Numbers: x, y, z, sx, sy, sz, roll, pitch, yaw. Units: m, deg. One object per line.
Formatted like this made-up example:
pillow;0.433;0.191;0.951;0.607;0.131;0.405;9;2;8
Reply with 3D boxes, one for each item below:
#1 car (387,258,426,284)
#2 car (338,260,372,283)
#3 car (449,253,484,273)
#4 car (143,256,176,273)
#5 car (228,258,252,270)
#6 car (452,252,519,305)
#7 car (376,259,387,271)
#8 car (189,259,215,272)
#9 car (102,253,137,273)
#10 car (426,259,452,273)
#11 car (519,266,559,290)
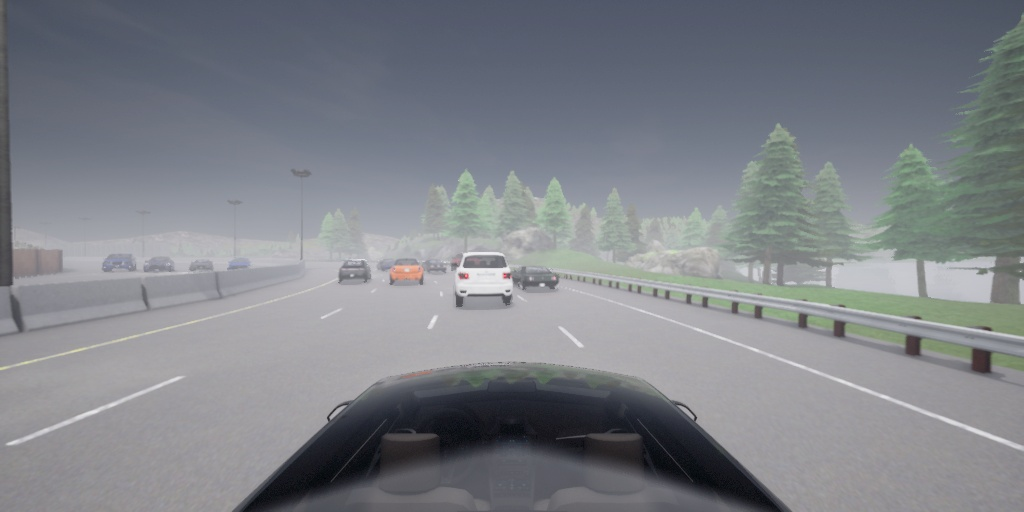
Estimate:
car;-7.333;0.920;24.975;2.097;1.767;4.553;0;1;-16
car;-11.249;1.057;25.792;2.128;1.511;4.902;0;0;-18
car;-5.026;0.675;38.481;2.150;2.045;5.566;0;0;-25
car;-37.870;0.848;38.607;2.097;1.767;4.553;-1;1;-38
car;-29.657;0.958;39.206;1.882;1.535;5.008;0;1;-34
car;-1.378;0.860;15.454;2.150;2.045;5.566;0;0;-10
car;-14.243;1.008;41.055;1.994;1.385;4.181;0;0;-29
car;-34.792;1.042;40.342;1.994;1.385;4.181;0;0;-38
car;-43.058;0.716;39.481;2.150;2.045;5.566;0;0;-42
car;-8.230;1.016;37.178;2.033;1.411;5.357;0;0;-25
car;1.089;1.192;20.800;1.895;1.301;4.718;0;0;-12
